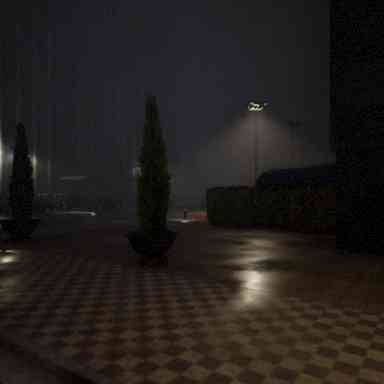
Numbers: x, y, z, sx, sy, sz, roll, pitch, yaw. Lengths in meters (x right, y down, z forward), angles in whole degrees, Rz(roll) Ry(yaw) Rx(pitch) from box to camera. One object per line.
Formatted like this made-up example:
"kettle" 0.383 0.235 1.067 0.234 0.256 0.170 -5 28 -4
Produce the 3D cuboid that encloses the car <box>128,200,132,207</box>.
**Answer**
"car" -8.046 1.492 49.614 2.128 1.511 4.902 0 0 35

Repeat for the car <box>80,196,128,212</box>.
"car" -10.494 1.505 39.990 1.837 1.490 4.892 0 0 35

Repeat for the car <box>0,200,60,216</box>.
"car" -15.825 1.505 32.329 1.837 1.490 4.892 0 0 35

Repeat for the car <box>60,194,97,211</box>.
"car" -14.038 1.221 41.032 2.150 2.045 5.566 0 0 35

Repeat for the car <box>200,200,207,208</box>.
"car" 3.274 1.547 47.178 2.033 1.411 5.357 0 0 35
